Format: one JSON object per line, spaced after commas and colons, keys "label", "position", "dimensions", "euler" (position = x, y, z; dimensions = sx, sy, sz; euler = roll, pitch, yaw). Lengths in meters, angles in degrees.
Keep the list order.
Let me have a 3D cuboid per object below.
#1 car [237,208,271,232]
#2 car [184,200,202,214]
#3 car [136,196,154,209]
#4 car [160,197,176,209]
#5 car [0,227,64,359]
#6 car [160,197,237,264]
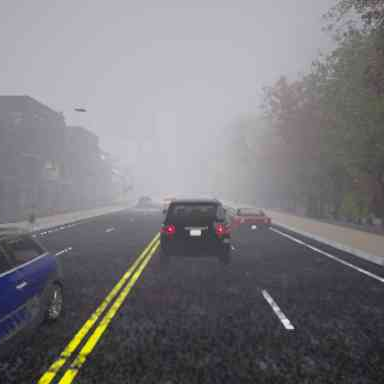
{"label": "car", "position": [3.350, 1.614, 20.161], "dimensions": [1.895, 1.301, 4.718], "euler": [0, 0, 0]}
{"label": "car", "position": [0.100, 1.625, 36.087], "dimensions": [1.895, 1.301, 4.718], "euler": [0, 0, 0]}
{"label": "car", "position": [-6.580, 1.383, 46.854], "dimensions": [2.097, 1.767, 4.553], "euler": [0, 0, 0]}
{"label": "car", "position": [-3.333, 1.508, 46.373], "dimensions": [1.882, 1.535, 5.008], "euler": [0, 0, 0]}
{"label": "car", "position": [-3.350, 1.355, 4.066], "dimensions": [2.097, 1.767, 4.553], "euler": [0, 0, 0]}
{"label": "car", "position": [0.101, 1.229, 11.922], "dimensions": [2.150, 2.045, 5.566], "euler": [0, 0, 0]}
